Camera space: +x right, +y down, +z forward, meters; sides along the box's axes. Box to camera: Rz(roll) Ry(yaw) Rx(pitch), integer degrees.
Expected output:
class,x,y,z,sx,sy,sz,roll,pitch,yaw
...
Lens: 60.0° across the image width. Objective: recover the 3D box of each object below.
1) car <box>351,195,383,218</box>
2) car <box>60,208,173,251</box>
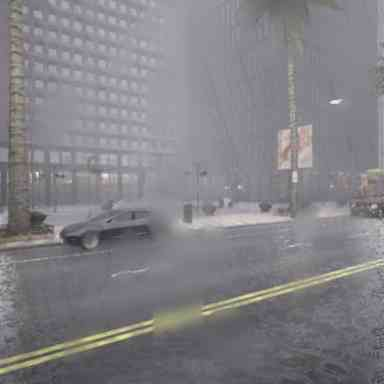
class,x,y,z,sx,sy,sz,roll,pitch,yaw
car,14.806,1.070,26.881,4.553,1.767,2.185,-1,0,-36
car,-3.080,1.459,14.194,4.786,1.482,2.161,-1,0,-36
